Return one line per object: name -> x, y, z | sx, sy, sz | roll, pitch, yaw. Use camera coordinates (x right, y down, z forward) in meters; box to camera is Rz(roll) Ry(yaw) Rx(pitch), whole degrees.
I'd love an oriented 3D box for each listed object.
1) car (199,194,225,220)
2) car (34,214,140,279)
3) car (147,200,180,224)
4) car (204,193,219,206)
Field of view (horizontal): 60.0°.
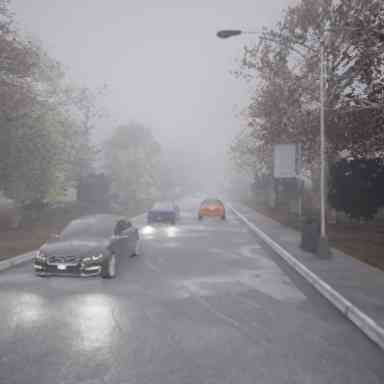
car -> 1.701, 1.317, 28.351 | 2.097, 1.767, 4.553 | 1, 0, 3
car -> -2.835, 1.474, 10.031 | 1.837, 1.490, 4.892 | 1, 0, 3
car -> -1.986, 1.418, 24.310 | 1.882, 1.535, 5.008 | 1, 1, 3
car -> 2.941, 1.121, 49.371 | 2.097, 1.767, 4.553 | 1, 1, 3
